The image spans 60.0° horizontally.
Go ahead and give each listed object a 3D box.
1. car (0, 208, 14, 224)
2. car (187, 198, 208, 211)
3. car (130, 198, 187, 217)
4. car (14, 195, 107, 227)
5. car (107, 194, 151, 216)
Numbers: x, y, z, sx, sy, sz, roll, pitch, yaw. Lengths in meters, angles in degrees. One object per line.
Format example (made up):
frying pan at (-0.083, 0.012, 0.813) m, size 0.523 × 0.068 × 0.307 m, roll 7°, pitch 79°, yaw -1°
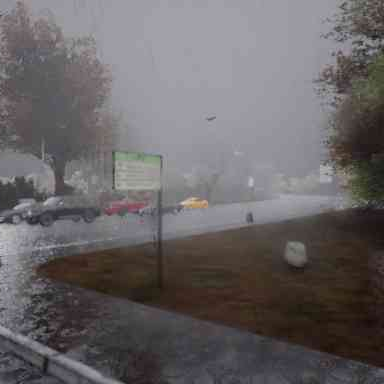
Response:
car at (-12.412, 1.572, 25.603) m, size 1.837 × 1.490 × 4.892 m, roll 0°, pitch 0°, yaw 39°
car at (0.024, 1.498, 41.350) m, size 1.882 × 1.535 × 5.008 m, roll 0°, pitch 0°, yaw 38°
car at (-3.079, 1.536, 31.694) m, size 2.128 × 1.511 × 4.902 m, roll 0°, pitch 0°, yaw 38°
car at (-9.256, 1.279, 23.941) m, size 2.150 × 2.045 × 5.566 m, roll 0°, pitch 0°, yaw 39°
car at (-6.268, 1.277, 33.301) m, size 2.150 × 2.045 × 5.566 m, roll 0°, pitch 0°, yaw 38°
